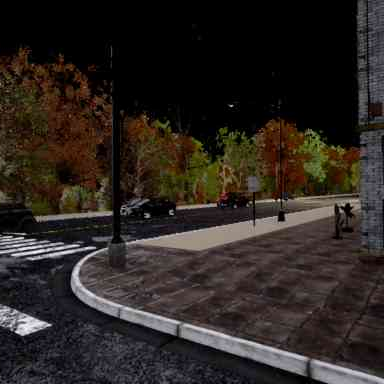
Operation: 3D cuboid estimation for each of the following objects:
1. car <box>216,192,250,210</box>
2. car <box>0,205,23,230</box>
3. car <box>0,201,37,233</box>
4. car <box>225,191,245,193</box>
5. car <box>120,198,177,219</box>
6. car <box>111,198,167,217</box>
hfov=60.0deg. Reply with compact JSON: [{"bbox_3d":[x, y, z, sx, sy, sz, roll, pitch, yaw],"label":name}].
[{"bbox_3d":[4.837,1.167,37.584,1.837,1.490,4.892,-1,1,37],"label":"car"},{"bbox_3d":[-12.508,1.527,19.493,1.994,1.385,4.181,-1,0,37],"label":"car"},{"bbox_3d":[-10.196,1.277,16.426,2.097,1.767,4.553,-1,0,29],"label":"car"},{"bbox_3d":[5.336,0.876,43.726,2.150,2.045,5.566,-1,0,36],"label":"car"},{"bbox_3d":[-3.223,1.311,26.640,1.837,1.490,4.892,-1,0,36],"label":"car"},{"bbox_3d":[-4.671,1.320,30.155,2.128,1.511,4.902,-1,0,36],"label":"car"}]
